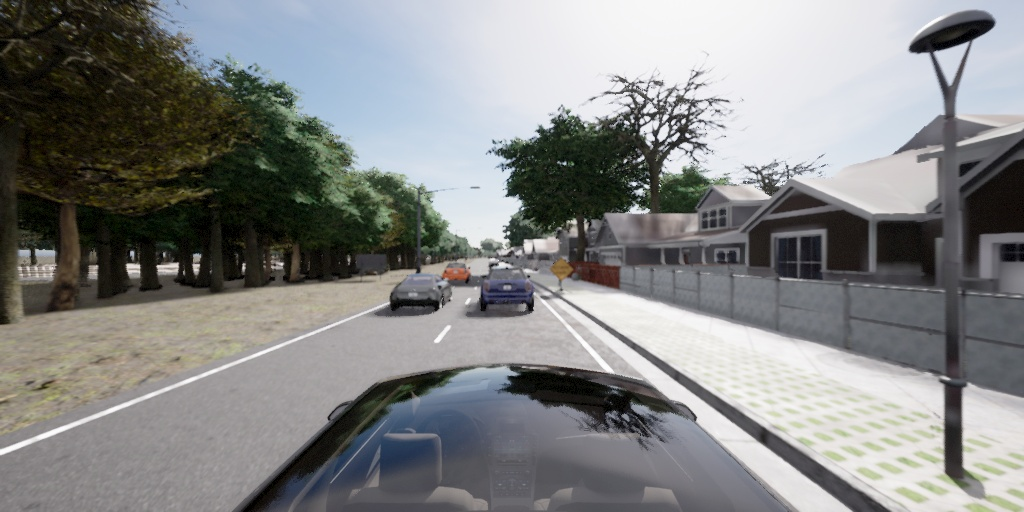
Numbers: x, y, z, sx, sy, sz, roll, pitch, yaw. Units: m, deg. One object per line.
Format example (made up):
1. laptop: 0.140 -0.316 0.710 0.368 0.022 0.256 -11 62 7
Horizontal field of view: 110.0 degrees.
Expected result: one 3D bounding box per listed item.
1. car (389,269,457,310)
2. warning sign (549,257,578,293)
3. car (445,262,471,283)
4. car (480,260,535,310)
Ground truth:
1. car: -3.734 1.422 15.316 1.994 1.385 4.181 0 0 -2
2. warning sign: 2.642 0.996 19.243 1.300 1.860 1.060 0 0 -3
3. car: -4.599 1.305 30.411 2.097 1.767 4.553 0 0 -4
4. car: -0.238 1.209 15.481 2.097 1.767 4.553 0 0 -2
